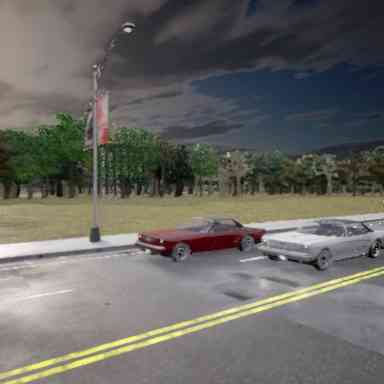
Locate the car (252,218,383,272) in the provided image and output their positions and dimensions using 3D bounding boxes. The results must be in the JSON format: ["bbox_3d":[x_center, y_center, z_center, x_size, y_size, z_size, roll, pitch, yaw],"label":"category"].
[{"bbox_3d":[4.396,1.564,10.815,4.718,1.301,1.895,0,0,-35],"label":"car"}]

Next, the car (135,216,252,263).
[{"bbox_3d":[0.405,1.573,11.960,4.718,1.301,1.895,0,0,-35],"label":"car"}]
